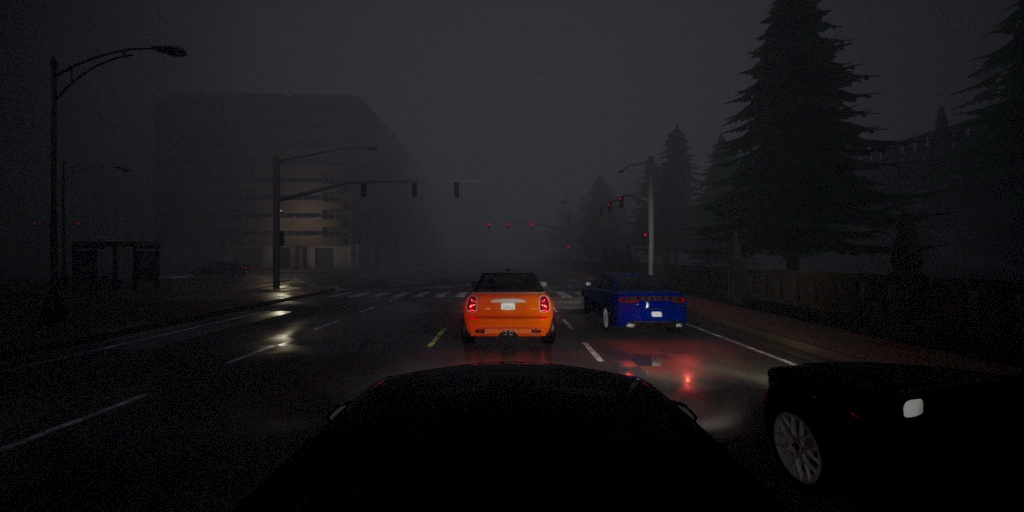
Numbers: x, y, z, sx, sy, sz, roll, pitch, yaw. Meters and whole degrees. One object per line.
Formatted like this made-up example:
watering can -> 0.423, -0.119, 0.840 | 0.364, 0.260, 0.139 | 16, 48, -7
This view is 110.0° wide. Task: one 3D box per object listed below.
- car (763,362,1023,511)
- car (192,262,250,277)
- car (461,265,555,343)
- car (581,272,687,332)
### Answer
car -> 3.288, 1.228, 1.443 | 1.882, 1.535, 5.008 | 0, 0, 3
car -> -28.894, 1.316, 35.634 | 4.892, 1.490, 1.837 | 0, 0, -1
car -> -0.081, 1.103, 9.825 | 2.097, 1.767, 4.553 | 0, 0, 0
car -> 3.419, 1.229, 10.969 | 1.882, 1.535, 5.008 | 0, 0, 0
